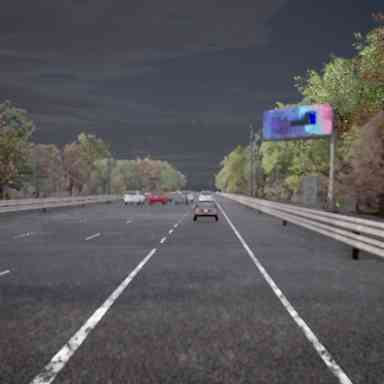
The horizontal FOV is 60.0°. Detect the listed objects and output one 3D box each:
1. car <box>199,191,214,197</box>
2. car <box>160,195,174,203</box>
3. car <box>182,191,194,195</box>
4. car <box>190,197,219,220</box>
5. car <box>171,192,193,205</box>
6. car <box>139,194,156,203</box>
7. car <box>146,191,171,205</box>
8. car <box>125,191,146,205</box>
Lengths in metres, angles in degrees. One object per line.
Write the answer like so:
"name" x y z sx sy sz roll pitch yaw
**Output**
"car" 2.173 0.880 50.408 2.150 2.045 5.566 0 1 3
"car" -4.414 1.191 59.510 1.895 1.301 4.718 0 0 3
"car" -0.918 0.819 59.341 2.150 2.045 5.566 0 0 3
"car" 1.097 1.369 25.928 2.033 1.411 5.357 0 0 3
"car" -1.414 1.151 48.903 2.128 1.511 4.902 0 0 3
"car" -7.912 1.076 59.646 2.128 1.511 4.902 0 0 3
"car" -4.909 0.875 49.098 2.150 2.045 5.566 0 0 3
"car" -8.406 0.868 49.265 2.150 2.045 5.566 0 0 3
